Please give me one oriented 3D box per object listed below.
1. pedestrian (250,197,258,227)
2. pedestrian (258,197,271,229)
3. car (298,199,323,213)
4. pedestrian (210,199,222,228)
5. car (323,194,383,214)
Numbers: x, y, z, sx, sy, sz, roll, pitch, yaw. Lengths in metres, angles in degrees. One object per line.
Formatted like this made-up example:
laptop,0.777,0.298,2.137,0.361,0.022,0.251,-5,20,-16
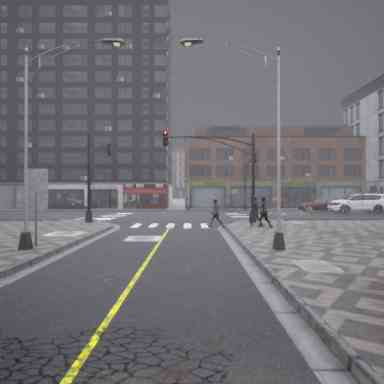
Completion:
pedestrian,3.759,1.145,19.561,0.375,1.860,0.375,0,0,0
pedestrian,4.130,1.144,18.893,0.375,1.860,0.375,0,0,0
car,14.458,1.490,37.126,5.008,1.535,1.882,0,0,0
pedestrian,1.450,1.297,20.101,0.375,1.860,0.375,0,0,0
car,16.853,1.202,33.873,5.566,2.045,2.150,0,0,0
